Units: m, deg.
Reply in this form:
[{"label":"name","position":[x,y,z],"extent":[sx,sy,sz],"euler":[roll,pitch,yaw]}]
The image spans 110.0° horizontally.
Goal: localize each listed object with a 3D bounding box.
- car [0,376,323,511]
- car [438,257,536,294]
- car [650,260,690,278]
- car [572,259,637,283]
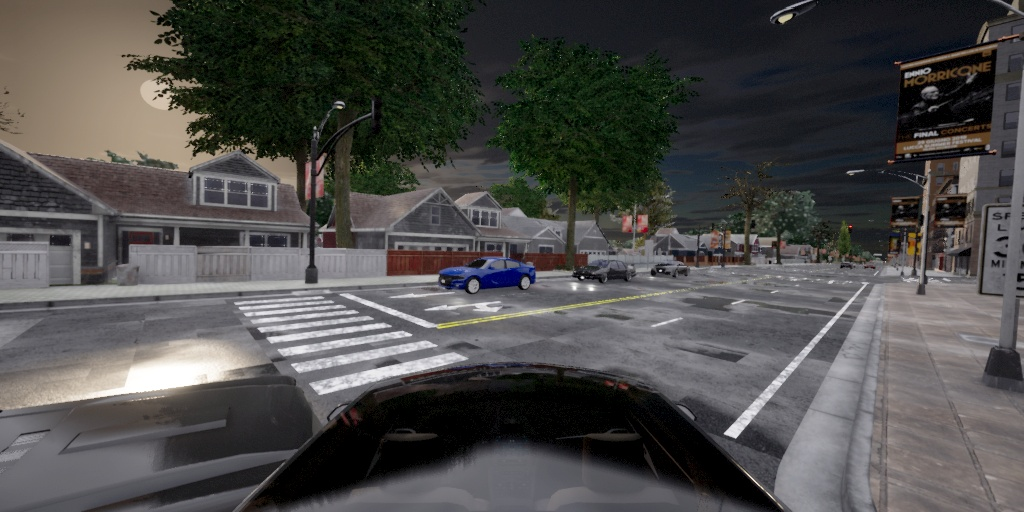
[{"label":"car","position":[-3.317,1.279,1.369],"extent":[4.718,1.301,1.895],"euler":[1,2,-34]},{"label":"car","position":[-1.029,0.791,16.541],"extent":[5.008,1.535,1.882],"euler":[1,2,-44]},{"label":"car","position":[13.418,1.023,30.296],"extent":[4.181,1.385,1.994],"euler":[1,2,-44]},{"label":"car","position":[6.179,0.932,23.418],"extent":[5.357,1.411,2.033],"euler":[1,2,-44]}]
